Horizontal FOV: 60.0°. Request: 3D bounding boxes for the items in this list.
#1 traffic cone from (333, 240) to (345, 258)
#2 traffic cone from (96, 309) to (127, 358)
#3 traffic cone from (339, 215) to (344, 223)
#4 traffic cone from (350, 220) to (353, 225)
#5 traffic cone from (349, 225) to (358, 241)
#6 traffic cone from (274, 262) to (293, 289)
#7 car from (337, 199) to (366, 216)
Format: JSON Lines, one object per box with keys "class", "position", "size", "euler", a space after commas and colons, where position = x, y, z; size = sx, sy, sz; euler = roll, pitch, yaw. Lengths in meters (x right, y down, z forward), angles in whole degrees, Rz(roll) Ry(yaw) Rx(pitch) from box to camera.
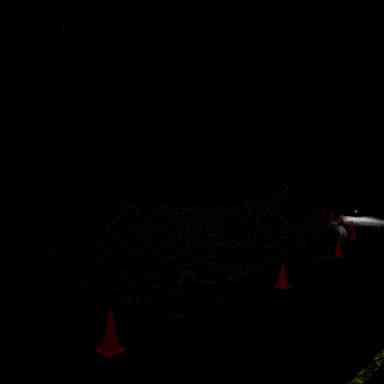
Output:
{"class": "traffic cone", "position": [5.134, 1.981, 11.636], "size": [0.340, 0.580, 0.340], "euler": [0, 0, 35]}
{"class": "traffic cone", "position": [-1.166, 1.995, 4.805], "size": [0.340, 0.580, 0.340], "euler": [0, 0, -40]}
{"class": "traffic cone", "position": [10.942, 1.948, 24.326], "size": [0.340, 0.580, 0.340], "euler": [0, 0, 15]}
{"class": "traffic cone", "position": [9.529, 1.961, 19.826], "size": [0.340, 0.580, 0.340], "euler": [0, 0, 21]}
{"class": "traffic cone", "position": [7.591, 1.971, 15.592], "size": [0.340, 0.580, 0.340], "euler": [0, 0, 28]}
{"class": "traffic cone", "position": [2.199, 1.993, 8.020], "size": [0.340, 0.580, 0.340], "euler": [0, 0, 43]}
{"class": "car", "position": [15.321, 1.460, 32.159], "size": [2.128, 1.511, 4.902], "euler": [0, 0, 15]}
